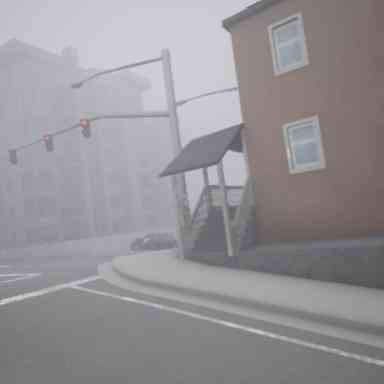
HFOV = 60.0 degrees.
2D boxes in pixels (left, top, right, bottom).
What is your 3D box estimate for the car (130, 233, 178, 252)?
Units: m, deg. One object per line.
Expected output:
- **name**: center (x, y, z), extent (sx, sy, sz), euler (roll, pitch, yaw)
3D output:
- **car**: center (-3.258, 4.336, 28.915), extent (2.097, 1.767, 4.553), euler (-11, -15, 34)
